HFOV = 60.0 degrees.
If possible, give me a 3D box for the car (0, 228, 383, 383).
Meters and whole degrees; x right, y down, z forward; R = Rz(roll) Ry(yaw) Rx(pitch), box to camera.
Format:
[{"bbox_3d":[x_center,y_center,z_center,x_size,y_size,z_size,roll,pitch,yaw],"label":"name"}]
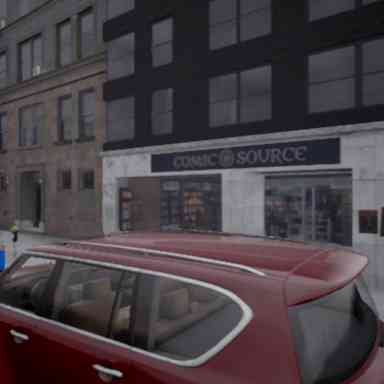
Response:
[{"bbox_3d":[-0.725,1.315,3.329,5.009,1.841,2.192,0,0,35],"label":"car"}]
